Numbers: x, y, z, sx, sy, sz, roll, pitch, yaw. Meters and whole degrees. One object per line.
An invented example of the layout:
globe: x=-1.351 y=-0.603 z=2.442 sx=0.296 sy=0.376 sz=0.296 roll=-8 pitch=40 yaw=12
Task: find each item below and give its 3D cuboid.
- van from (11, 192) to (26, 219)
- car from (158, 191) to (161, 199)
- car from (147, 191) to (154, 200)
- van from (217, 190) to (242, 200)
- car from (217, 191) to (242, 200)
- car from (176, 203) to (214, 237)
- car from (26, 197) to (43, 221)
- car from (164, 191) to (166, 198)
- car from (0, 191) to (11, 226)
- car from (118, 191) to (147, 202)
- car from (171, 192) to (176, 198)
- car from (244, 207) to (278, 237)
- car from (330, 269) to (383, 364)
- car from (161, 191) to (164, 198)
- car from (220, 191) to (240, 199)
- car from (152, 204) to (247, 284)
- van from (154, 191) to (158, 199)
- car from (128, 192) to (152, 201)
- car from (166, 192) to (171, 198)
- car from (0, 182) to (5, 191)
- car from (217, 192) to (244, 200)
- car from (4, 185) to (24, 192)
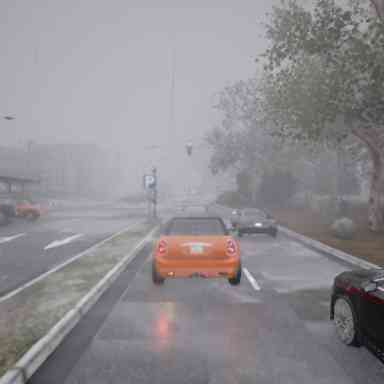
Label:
van: x=-13.610 y=1.187 z=21.737 sx=4.442 sy=1.987 sz=1.878 roll=-1 pitch=0 yaw=-19
car: x=-10.038 y=0.947 z=74.477 sx=4.892 sy=1.521 sz=2.231 roll=-1 pitch=0 yaw=-14
car: x=-10.821 y=0.986 z=65.513 sx=5.366 sy=1.575 sz=1.946 roll=-1 pitch=0 yaw=-15
van: x=7.261 y=0.715 z=65.120 sx=4.442 sy=1.987 sz=1.878 roll=1 pitch=1 yaw=-14
car: x=7.644 y=0.799 z=68.091 sx=4.553 sy=1.767 sz=2.185 roll=0 pitch=0 yaw=-14
car: x=0.164 y=1.437 z=18.697 sx=1.837 sy=1.490 sz=4.892 roll=0 pitch=0 yaw=1
car: x=-13.636 y=1.279 z=24.715 sx=4.553 sy=1.767 sz=2.185 roll=-1 pitch=0 yaw=-19
car: x=-9.295 y=0.955 z=80.474 sx=4.674 sy=1.452 sz=2.002 roll=-1 pitch=0 yaw=-13
car: x=-13.725 y=1.173 z=18.700 sx=5.566 sy=2.045 sz=2.435 roll=-1 pitch=0 yaw=-20
car: x=-11.465 y=1.044 z=62.521 sx=4.792 sy=1.488 sz=2.163 roll=-1 pitch=0 yaw=-15
car: x=-8.032 y=0.615 z=89.461 sx=5.566 sy=2.045 sz=2.435 roll=-1 pitch=0 yaw=-12
car: x=3.154 y=1.498 z=17.646 sx=1.994 sy=1.385 sz=4.181 roll=0 pitch=0 yaw=1
car: x=3.100 y=1.476 z=3.357 sx=2.128 sy=1.511 sz=4.902 roll=0 pitch=0 yaw=0
car: x=-9.666 y=0.970 z=77.472 sx=4.674 sy=1.452 sz=2.002 roll=-1 pitch=0 yaw=-13
car: x=9.430 y=0.713 z=82.791 sx=4.553 sy=1.767 sz=2.185 roll=0 pitch=0 yaw=-12
car: x=0.109 y=1.315 z=9.610 sx=2.097 sy=1.767 sz=4.553 roll=0 pitch=0 yaw=0
van: x=-10.264 y=0.734 z=71.504 sx=4.442 sy=1.987 sz=1.878 roll=-1 pitch=0 yaw=-14
car: x=-10.729 y=0.852 z=68.465 sx=4.553 sy=1.767 sz=2.185 roll=-1 pitch=0 yaw=-14
car: x=-8.482 y=0.923 z=86.456 sx=4.674 sy=1.452 sz=2.002 roll=-1 pitch=0 yaw=-12
car: x=-31.177 y=-0.694 z=53.434 sx=2.435 sy=2.045 sz=5.566 roll=6 pitch=-2 yaw=-19
car: x=8.179 y=0.906 z=71.085 sx=5.366 sy=1.575 sz=1.946 roll=0 pitch=0 yaw=-13
car: x=-28.183 y=-0.132 z=53.378 sx=2.002 sy=1.452 sz=4.674 roll=6 pitch=-2 yaw=-19
